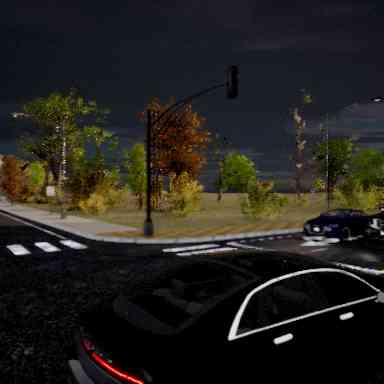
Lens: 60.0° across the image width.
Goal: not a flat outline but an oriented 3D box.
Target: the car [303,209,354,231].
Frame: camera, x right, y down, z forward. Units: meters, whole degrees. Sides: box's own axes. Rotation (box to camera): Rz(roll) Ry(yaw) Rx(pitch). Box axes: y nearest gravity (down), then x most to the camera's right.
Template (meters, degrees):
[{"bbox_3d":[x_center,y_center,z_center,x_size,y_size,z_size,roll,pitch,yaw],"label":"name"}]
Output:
[{"bbox_3d":[7.436,1.542,16.463,4.181,1.385,1.994,0,0,-33],"label":"car"}]

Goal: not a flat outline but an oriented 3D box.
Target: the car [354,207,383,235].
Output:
[{"bbox_3d":[9.558,1.202,13.975,5.566,2.045,2.150,0,0,-33],"label":"car"}]

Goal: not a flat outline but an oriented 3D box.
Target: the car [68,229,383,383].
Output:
[{"bbox_3d":[1.063,1.500,4.127,4.892,1.490,1.837,0,0,-35],"label":"car"}]
